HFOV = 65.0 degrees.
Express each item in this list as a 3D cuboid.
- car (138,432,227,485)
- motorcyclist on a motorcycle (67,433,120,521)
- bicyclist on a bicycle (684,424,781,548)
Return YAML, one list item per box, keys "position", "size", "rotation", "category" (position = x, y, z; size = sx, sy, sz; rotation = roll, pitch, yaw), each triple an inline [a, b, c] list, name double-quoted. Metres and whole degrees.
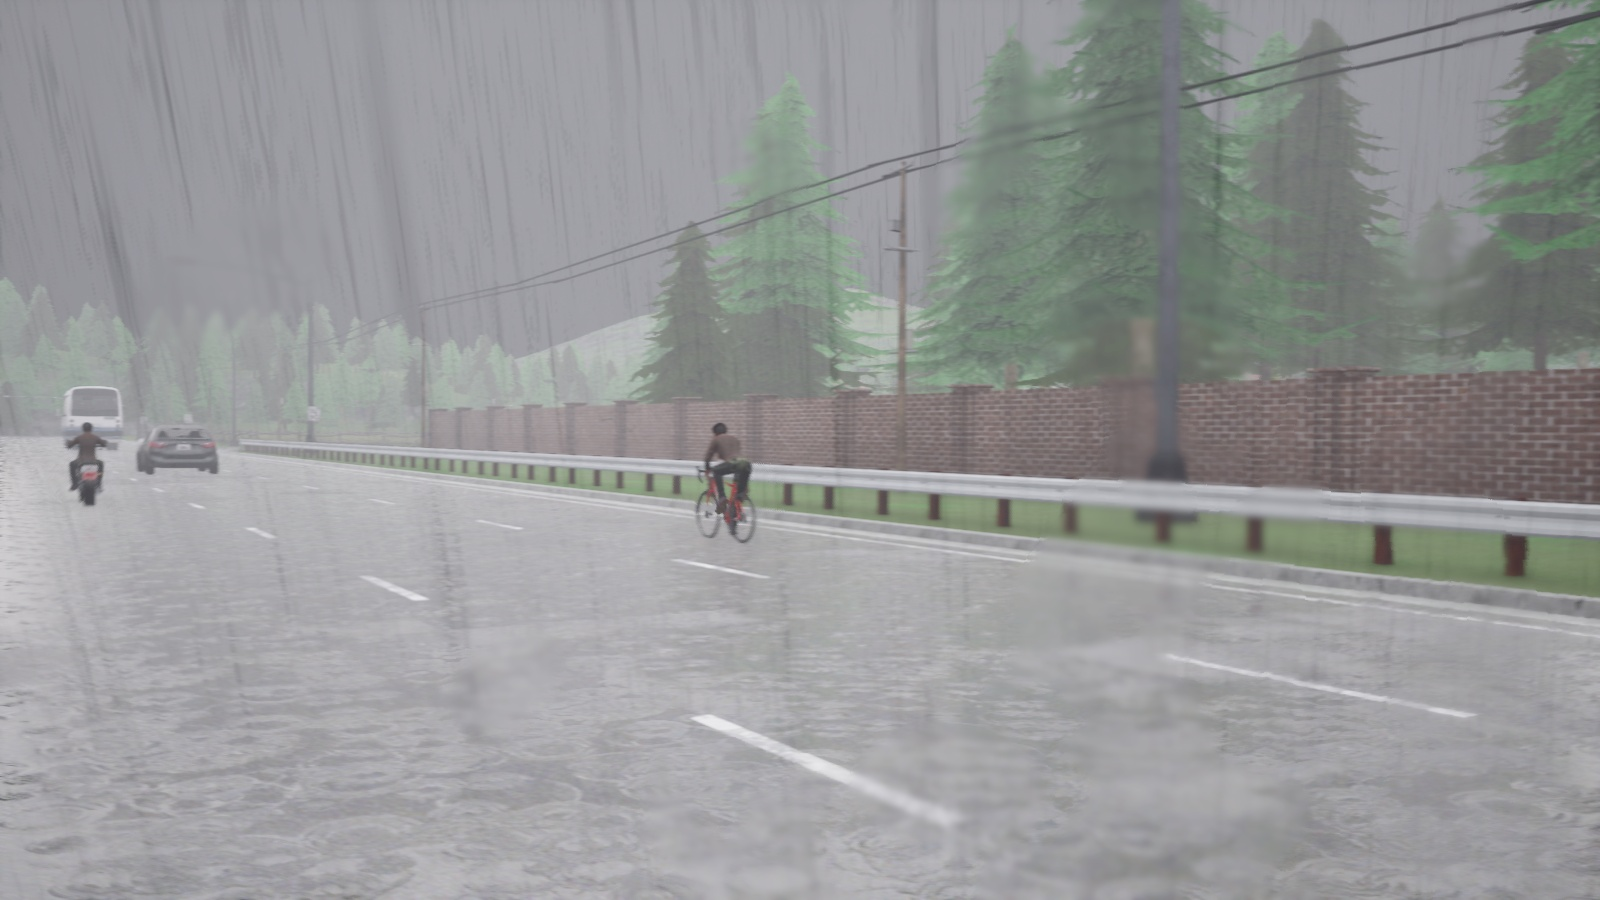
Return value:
- position: [-20.981, 0.248, 42.580]
  size: [2.242, 1.667, 4.611]
  rotation: [-1, 1, -32]
  category: "car"
- position: [-13.995, 0.510, 24.849]
  size: [0.766, 1.649, 2.350]
  rotation: [-1, 1, -32]
  category: "motorcyclist on a motorcycle"
- position: [-0.949, 0.470, 17.213]
  size: [0.582, 1.620, 1.656]
  rotation: [-1, 0, -32]
  category: "bicyclist on a bicycle"
